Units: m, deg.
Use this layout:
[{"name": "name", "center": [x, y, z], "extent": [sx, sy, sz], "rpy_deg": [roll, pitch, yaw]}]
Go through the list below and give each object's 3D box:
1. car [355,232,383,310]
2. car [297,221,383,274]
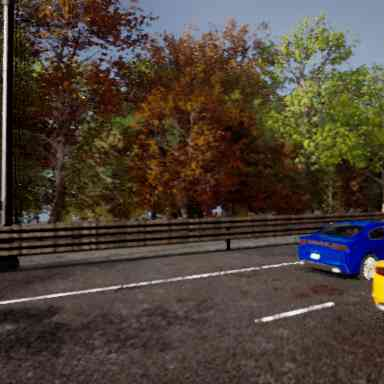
[{"name": "car", "center": [5.659, 1.586, 6.469], "extent": [5.008, 1.535, 1.882], "rpy_deg": [1, -1, -30]}, {"name": "car", "center": [5.549, 1.649, 10.434], "extent": [5.008, 1.535, 1.882], "rpy_deg": [1, -1, -30]}]
